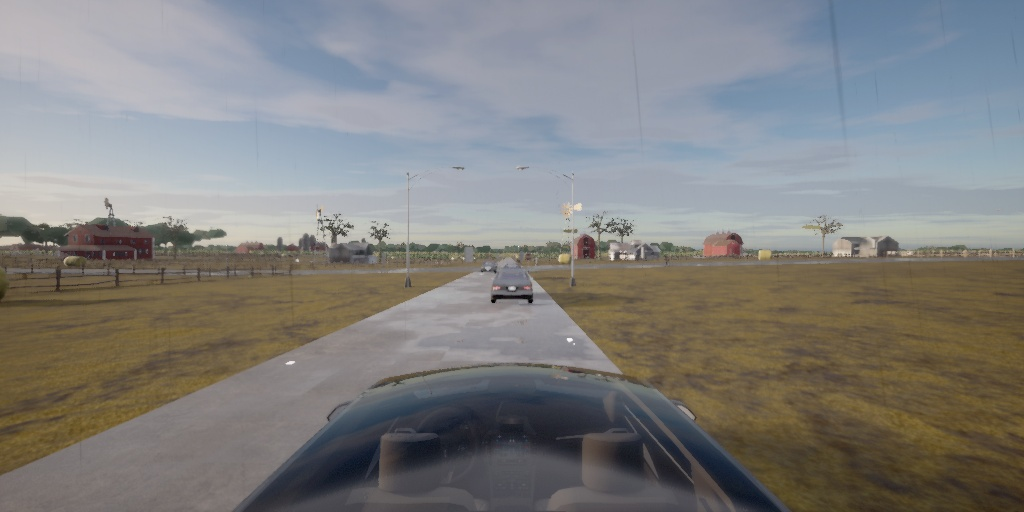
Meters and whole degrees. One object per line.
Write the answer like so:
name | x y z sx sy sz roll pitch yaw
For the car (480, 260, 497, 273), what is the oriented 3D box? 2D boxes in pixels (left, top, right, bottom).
car | -2.749 1.289 43.586 2.128 1.511 4.902 0 0 0

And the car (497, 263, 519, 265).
car | 0.001 1.329 31.507 1.994 1.385 4.181 0 0 0

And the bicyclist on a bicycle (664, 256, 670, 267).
bicyclist on a bicycle | 22.848 0.780 52.891 0.582 1.620 1.656 -1 0 0

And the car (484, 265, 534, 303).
car | 0.001 1.311 16.503 2.033 1.411 5.357 0 0 0
